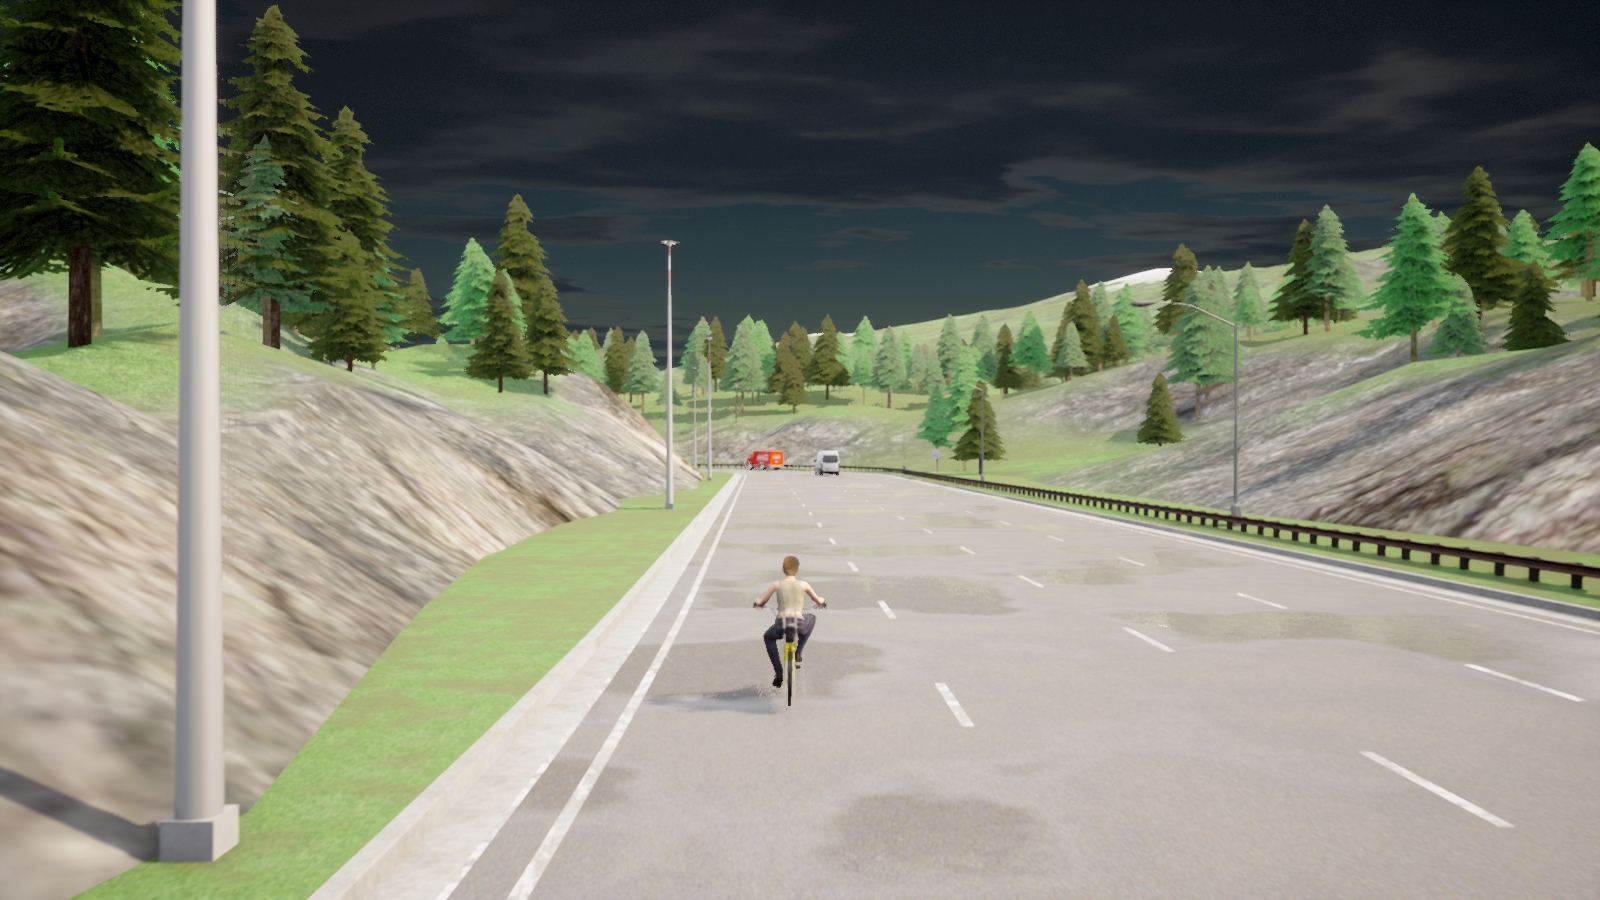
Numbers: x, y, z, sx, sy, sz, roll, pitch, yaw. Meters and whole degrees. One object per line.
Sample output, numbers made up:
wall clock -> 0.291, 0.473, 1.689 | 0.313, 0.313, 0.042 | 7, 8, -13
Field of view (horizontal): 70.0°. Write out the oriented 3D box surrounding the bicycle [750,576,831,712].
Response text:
bicycle -> -0.111, 2.136, 12.827 | 0.859, 1.276, 1.487 | 0, 0, -1
